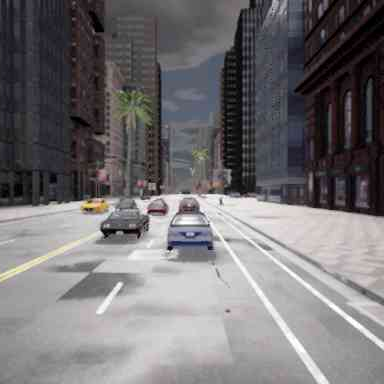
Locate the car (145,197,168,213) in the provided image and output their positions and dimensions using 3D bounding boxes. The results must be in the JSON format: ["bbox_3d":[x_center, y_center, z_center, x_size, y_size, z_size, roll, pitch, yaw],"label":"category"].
[{"bbox_3d":[-3.533,1.553,35.133,1.994,1.385,4.181,0,0,-1],"label":"car"}]

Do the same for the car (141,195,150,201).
[{"bbox_3d":[-10.537,1.381,76.809,2.033,1.411,5.357,0,0,-1],"label":"car"}]

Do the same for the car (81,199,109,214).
[{"bbox_3d":[-10.228,1.474,35.355,1.882,1.535,5.008,0,0,0],"label":"car"}]

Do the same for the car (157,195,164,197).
[{"bbox_3d":[-7.287,1.433,76.810,1.895,1.301,4.718,0,0,-1],"label":"car"}]

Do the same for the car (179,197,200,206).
[{"bbox_3d":[-0.276,1.338,34.357,2.097,1.767,4.553,0,0,-1],"label":"car"}]

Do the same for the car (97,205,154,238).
[{"bbox_3d":[-3.364,1.597,17.636,1.895,1.301,4.718,0,0,-1],"label":"car"}]

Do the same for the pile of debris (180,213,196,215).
[{"bbox_3d":[-0.359,2.162,32.715,1.500,0.140,1.860,0,0,-1],"label":"pile of debris"}]

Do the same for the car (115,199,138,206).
[{"bbox_3d":[-6.983,1.498,35.618,1.837,1.490,4.892,0,0,0],"label":"car"}]

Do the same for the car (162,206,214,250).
[{"bbox_3d":[-0.083,1.541,14.325,2.033,1.411,5.357,0,0,-1],"label":"car"}]
